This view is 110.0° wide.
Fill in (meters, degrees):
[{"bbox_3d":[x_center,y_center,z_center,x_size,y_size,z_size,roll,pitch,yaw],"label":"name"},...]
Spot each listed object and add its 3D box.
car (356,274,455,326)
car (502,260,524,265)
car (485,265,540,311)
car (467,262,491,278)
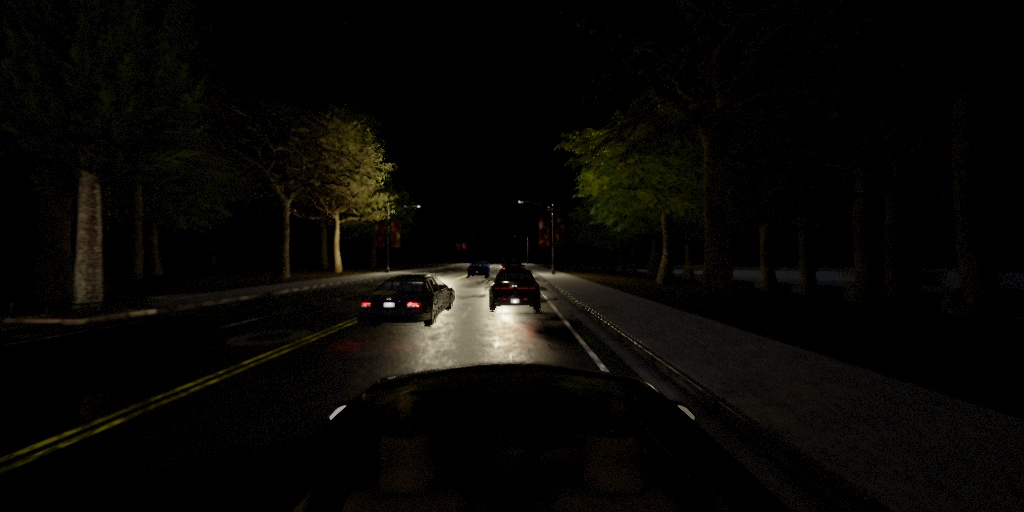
[{"bbox_3d":[-3.150,1.302,11.693,2.033,1.411,5.357,0,0,0],"label":"car"},{"bbox_3d":[0.101,1.166,32.503,2.097,1.767,4.553,0,0,0],"label":"car"},{"bbox_3d":[0.094,1.262,14.432,1.837,1.490,4.892,0,0,0],"label":"car"},{"bbox_3d":[-3.149,1.302,34.667,1.882,1.535,5.008,0,0,0],"label":"car"}]
